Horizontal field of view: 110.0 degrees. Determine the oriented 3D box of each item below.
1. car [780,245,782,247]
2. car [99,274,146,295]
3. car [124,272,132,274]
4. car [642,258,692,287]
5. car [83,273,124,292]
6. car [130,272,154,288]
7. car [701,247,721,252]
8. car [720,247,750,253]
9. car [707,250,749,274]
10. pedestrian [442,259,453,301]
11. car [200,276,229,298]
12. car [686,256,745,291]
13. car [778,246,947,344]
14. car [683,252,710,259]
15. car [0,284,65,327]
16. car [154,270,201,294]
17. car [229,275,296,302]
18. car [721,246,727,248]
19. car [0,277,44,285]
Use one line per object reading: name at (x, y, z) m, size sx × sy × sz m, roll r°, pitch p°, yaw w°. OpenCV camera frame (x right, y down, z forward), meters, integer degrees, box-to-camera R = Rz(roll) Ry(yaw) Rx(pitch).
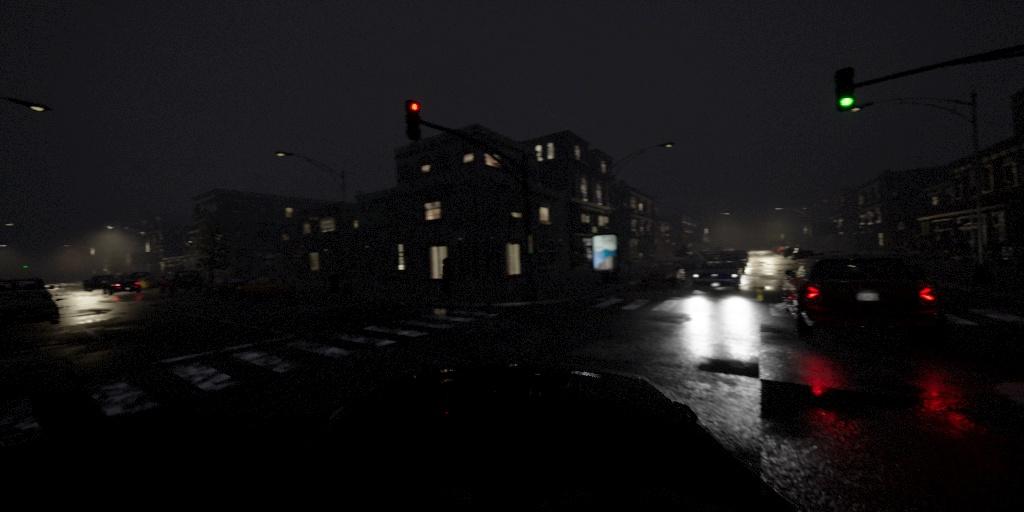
car at (36.848, -0.594, 47.032) m, size 1.967 × 1.591 × 4.097 m, roll 0°, pitch 0°, yaw 34°
car at (-34.196, 2.605, 31.444) m, size 4.674 × 1.442 × 1.812 m, roll -2°, pitch 0°, yaw 35°
car at (-41.613, 2.693, 39.827) m, size 5.009 × 1.841 × 2.192 m, roll 0°, pitch 0°, yaw 35°
car at (8.389, 0.909, 19.620) m, size 1.802 × 1.307 × 4.207 m, roll 0°, pitch 0°, yaw 34°
car at (-42.503, 2.765, 37.146) m, size 4.553 × 1.767 × 2.097 m, roll -2°, pitch 0°, yaw 35°
car at (-37.206, 2.721, 36.767) m, size 4.829 × 1.417 × 1.751 m, roll 0°, pitch 0°, yaw 35°
car at (20.683, 0.165, 37.960) m, size 1.967 × 1.591 × 4.097 m, roll 0°, pitch 0°, yaw 34°
car at (21.322, 0.180, 34.137) m, size 1.882 × 1.535 × 5.008 m, roll -3°, pitch 0°, yaw 34°
car at (15.498, 0.551, 25.567) m, size 1.994 × 1.385 × 4.181 m, roll -3°, pitch 0°, yaw 34°
pedestrian at (-2.787, 0.975, 15.361) m, size 0.375 × 1.860 × 0.375 m, roll -3°, pitch 0°, yaw 35°
car at (-18.882, 2.052, 24.047) m, size 4.207 × 1.307 × 1.802 m, roll 0°, pitch 0°, yaw 35°
car at (9.893, 0.863, 17.210) m, size 1.895 × 1.301 × 4.718 m, roll -3°, pitch 0°, yaw 33°
car at (7.864, 0.725, 8.506) m, size 2.097 × 1.767 × 4.553 m, roll -3°, pitch 0°, yaw 34°
car at (14.535, 0.576, 28.790) m, size 2.007 × 1.370 × 4.403 m, roll 0°, pitch 0°, yaw 34°
car at (-19.111, 2.030, 14.006) m, size 4.403 × 1.370 × 2.007 m, roll 0°, pitch 0°, yaw 35°
car at (-27.974, 2.147, 30.358) m, size 5.009 × 1.841 × 2.192 m, roll 0°, pitch 0°, yaw 35°
car at (-14.476, 1.816, 20.987) m, size 4.829 × 1.417 × 1.751 m, roll 0°, pitch 0°, yaw 35°
car at (32.978, -0.557, 56.300) m, size 2.192 × 1.841 × 5.009 m, roll 0°, pitch 0°, yaw 34°
car at (-23.658, 1.974, 17.162) m, size 5.009 × 1.841 × 2.192 m, roll 0°, pitch 0°, yaw 35°
